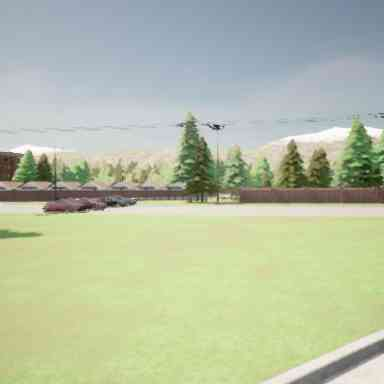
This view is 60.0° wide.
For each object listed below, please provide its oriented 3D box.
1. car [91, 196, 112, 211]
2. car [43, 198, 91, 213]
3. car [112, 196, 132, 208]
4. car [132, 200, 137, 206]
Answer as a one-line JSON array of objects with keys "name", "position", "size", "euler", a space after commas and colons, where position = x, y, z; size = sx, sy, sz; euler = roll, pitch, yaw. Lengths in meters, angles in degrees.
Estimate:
[{"name": "car", "position": [-11.925, 1.424, 37.747], "size": [4.674, 1.442, 1.812], "euler": [0, 0, 12]}, {"name": "car", "position": [-13.140, 1.482, 34.426], "size": [4.181, 1.385, 1.994], "euler": [0, 0, 12]}, {"name": "car", "position": [-11.056, 1.373, 44.715], "size": [4.892, 1.490, 1.837], "euler": [-1, 0, 12]}, {"name": "car", "position": [-10.371, 1.356, 48.147], "size": [4.892, 1.490, 1.837], "euler": [-1, 0, 12]}]
